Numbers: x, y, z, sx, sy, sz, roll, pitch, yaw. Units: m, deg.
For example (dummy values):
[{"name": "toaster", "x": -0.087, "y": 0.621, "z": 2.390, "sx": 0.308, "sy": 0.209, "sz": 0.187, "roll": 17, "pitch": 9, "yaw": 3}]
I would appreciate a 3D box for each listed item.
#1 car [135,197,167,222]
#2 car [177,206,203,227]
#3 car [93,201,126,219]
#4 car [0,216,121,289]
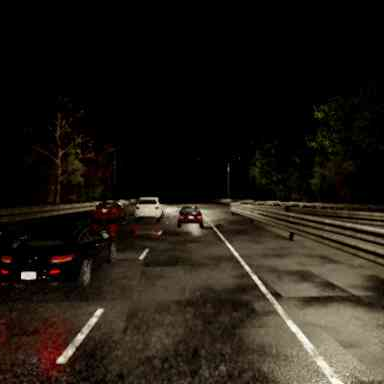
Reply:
[{"name": "car", "x": -3.749, "y": 1.514, "z": 29.910, "sx": 2.150, "sy": 2.045, "sz": 5.566, "roll": 0, "pitch": -1, "yaw": -1}, {"name": "car", "x": -0.149, "y": 1.788, "z": 24.971, "sx": 2.033, "sy": 1.411, "sz": 5.357, "roll": 0, "pitch": -1, "yaw": -1}, {"name": "car", "x": -7.245, "y": 1.642, "z": 29.521, "sx": 2.097, "sy": 1.767, "sz": 4.553, "roll": 0, "pitch": -1, "yaw": -1}, {"name": "car", "x": -3.452, "y": 1.614, "z": 9.304, "sx": 1.812, "sy": 1.442, "sz": 4.674, "roll": 0, "pitch": -1, "yaw": 0}]
